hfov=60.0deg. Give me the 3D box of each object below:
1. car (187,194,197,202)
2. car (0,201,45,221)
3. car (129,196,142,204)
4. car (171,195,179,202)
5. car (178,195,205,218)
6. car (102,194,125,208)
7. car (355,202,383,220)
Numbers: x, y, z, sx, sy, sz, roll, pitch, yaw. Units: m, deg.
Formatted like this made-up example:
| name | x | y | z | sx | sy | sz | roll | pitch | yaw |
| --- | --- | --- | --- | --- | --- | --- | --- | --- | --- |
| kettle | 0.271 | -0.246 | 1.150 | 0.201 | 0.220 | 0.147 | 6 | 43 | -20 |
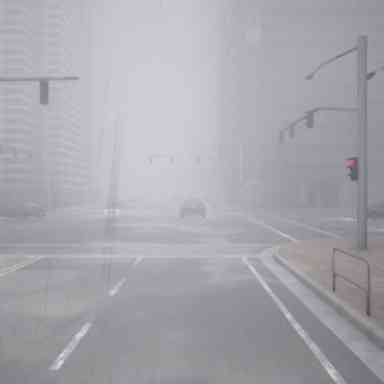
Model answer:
| name | x | y | z | sx | sy | sz | roll | pitch | yaw |
| --- | --- | --- | --- | --- | --- | --- | --- | --- | --- |
| car | -0.006 | 1.314 | 70.989 | 1.882 | 1.535 | 5.008 | 0 | 0 | 0 |
| car | -14.109 | 1.492 | 26.936 | 4.674 | 1.442 | 1.812 | 0 | -1 | 19 |
| car | -10.517 | 1.470 | 62.320 | 2.033 | 1.411 | 5.357 | 0 | 0 | 0 |
| car | -3.506 | 1.363 | 70.988 | 2.128 | 1.511 | 4.902 | 0 | 0 | 0 |
| car | 0.094 | 1.315 | 30.242 | 2.097 | 1.767 | 4.553 | 0 | 0 | 0 |
| car | -10.576 | 1.420 | 46.264 | 1.882 | 1.535 | 5.008 | 0 | 0 | 0 |
| car | 15.805 | 1.531 | 27.429 | 4.181 | 1.385 | 1.994 | 0 | 0 | 0 |
